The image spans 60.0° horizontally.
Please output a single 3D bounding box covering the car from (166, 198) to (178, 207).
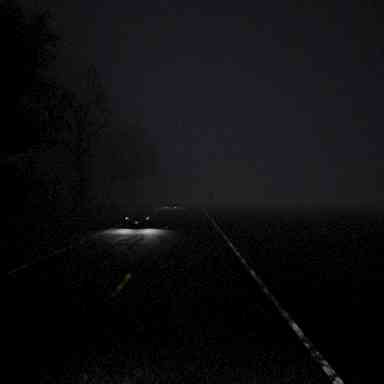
[{"bbox_3d":[-3.517,1.955,59.776,1.837,1.490,4.892,0,2,0],"label":"car"}]

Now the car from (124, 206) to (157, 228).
[{"bbox_3d":[-3.602,1.718,23.912,1.812,1.442,4.674,0,0,0],"label":"car"}]
